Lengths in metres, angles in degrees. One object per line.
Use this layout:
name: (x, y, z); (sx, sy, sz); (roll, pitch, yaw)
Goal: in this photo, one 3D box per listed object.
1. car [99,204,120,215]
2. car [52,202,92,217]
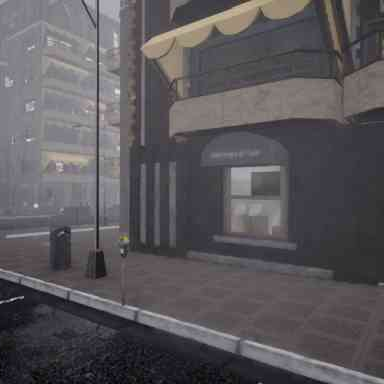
car: (-9.407, 2.063, 39.871); (1.802, 1.307, 4.206); (-1, -1, 35)
car: (-12.690, 1.821, 35.246); (1.967, 1.590, 4.097); (-1, -1, 35)
